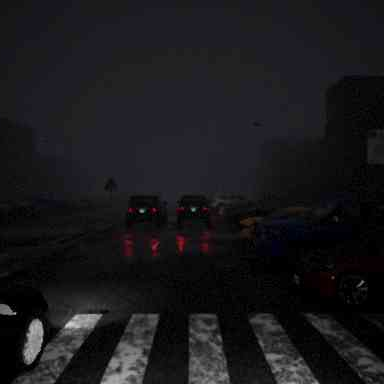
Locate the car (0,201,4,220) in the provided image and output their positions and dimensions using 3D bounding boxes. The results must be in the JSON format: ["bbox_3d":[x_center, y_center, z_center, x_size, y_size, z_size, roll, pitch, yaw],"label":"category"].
[{"bbox_3d":[-15.537,1.507,22.057,4.674,1.452,2.002,0,0,0],"label":"car"}]

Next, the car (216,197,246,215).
[{"bbox_3d":[4.921,1.438,26.765,5.366,1.575,1.946,0,0,0],"label":"car"}]

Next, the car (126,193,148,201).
[{"bbox_3d":[-15.471,1.376,93.874,5.566,2.045,2.435,0,-1,0],"label":"car"}]

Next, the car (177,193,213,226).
[{"bbox_3d":[0.117,1.188,23.298,2.150,2.045,5.566,0,0,1],"label":"car"}]

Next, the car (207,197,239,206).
[{"bbox_3d":[4.844,1.463,51.902,4.792,1.488,2.163,0,0,0],"label":"car"}]

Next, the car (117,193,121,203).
[{"bbox_3d":[-15.570,1.471,60.792,4.792,1.488,2.163,0,0,0],"label":"car"}]

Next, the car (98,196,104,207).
[{"bbox_3d":[-15.743,1.419,47.001,5.366,1.575,1.946,0,0,0],"label":"car"}]

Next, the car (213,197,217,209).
[{"bbox_3d":[4.724,1.462,32.323,4.792,1.488,2.163,0,0,0],"label":"car"}]

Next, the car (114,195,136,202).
[{"bbox_3d":[-15.549,1.533,77.335,4.792,1.488,2.163,0,0,0],"label":"car"}]

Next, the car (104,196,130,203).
[{"bbox_3d":[-15.501,1.497,69.062,4.792,1.488,2.163,0,0,0],"label":"car"}]

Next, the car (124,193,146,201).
[{"bbox_3d":[-15.474,1.344,91.117,5.566,2.045,2.435,0,-1,0],"label":"car"}]

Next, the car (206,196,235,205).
[{"bbox_3d":[4.838,1.442,57.335,4.892,1.521,2.231,0,0,0],"label":"car"}]

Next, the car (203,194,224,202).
[{"bbox_3d":[4.858,1.364,74.127,4.553,1.767,2.185,0,0,0],"label":"car"}]

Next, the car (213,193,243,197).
[{"bbox_3d":[4.799,1.177,37.883,5.566,2.045,2.435,0,0,0],"label":"car"}]

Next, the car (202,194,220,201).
[{"bbox_3d":[4.889,1.412,85.249,4.553,1.767,2.185,0,0,0],"label":"car"}]

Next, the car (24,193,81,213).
[{"bbox_3d":[-15.521,1.179,35.973,5.566,2.045,2.435,0,0,0],"label":"car"}]

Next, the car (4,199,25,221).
[{"bbox_3d":[-15.539,1.497,24.945,4.674,1.452,2.002,0,0,0],"label":"car"}]

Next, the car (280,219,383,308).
[{"bbox_3d":[4.681,1.502,7.318,4.792,1.488,2.163,0,0,0],"label":"car"}]

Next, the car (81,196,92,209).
[{"bbox_3d":[-15.739,1.420,41.486,5.366,1.575,1.946,0,0,0],"label":"car"}]

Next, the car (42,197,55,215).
[{"bbox_3d":[-15.548,1.481,30.460,4.674,1.452,2.002,0,0,0],"label":"car"}]

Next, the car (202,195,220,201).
[{"bbox_3d":[4.928,1.596,88.025,4.674,1.452,2.002,0,0,0],"label":"car"}]

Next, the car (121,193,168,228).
[{"bbox_3d":[-2.888,1.191,21.922,2.150,2.045,5.566,0,0,0],"label":"car"}]

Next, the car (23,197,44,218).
[{"bbox_3d":[-15.538,1.449,27.702,5.008,1.535,2.097,0,0,0],"label":"car"}]

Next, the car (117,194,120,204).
[{"bbox_3d":[-15.542,1.475,57.998,4.674,1.452,2.002,0,0,0],"label":"car"}]

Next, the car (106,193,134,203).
[{"bbox_3d":[-15.555,1.228,71.821,5.566,2.045,2.435,0,0,0],"label":"car"}]

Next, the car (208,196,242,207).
[{"bbox_3d":[4.813,1.431,49.122,4.892,1.521,2.231,0,0,0],"label":"car"}]

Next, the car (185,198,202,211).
[{"bbox_3d":[0.173,1.495,42.034,2.033,1.411,5.357,0,0,0],"label":"car"}]

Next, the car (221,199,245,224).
[{"bbox_3d":[4.755,1.475,23.988,4.792,1.488,2.163,0,0,0],"label":"car"}]

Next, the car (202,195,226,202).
[{"bbox_3d":[5.079,1.496,76.788,5.366,1.575,1.946,0,0,0],"label":"car"}]

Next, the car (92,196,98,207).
[{"bbox_3d":[-15.584,1.452,44.244,4.792,1.488,2.163,0,0,0],"label":"car"}]

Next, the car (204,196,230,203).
[{"bbox_3d":[4.852,1.463,65.797,4.892,1.521,2.231,0,0,0],"label":"car"}]

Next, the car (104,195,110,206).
[{"bbox_3d":[-15.369,1.421,49.763,5.366,1.575,1.946,0,0,0],"label":"car"}]

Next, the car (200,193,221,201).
[{"bbox_3d":[4.910,1.330,90.803,5.566,2.045,2.435,0,-1,0],"label":"car"}]

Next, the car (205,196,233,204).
[{"bbox_3d":[4.835,1.447,60.114,5.008,1.535,2.097,0,0,0],"label":"car"}]

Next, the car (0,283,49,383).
[{"bbox_3d":[-2.902,1.502,2.725,1.837,1.490,4.892,0,0,0],"label":"car"}]

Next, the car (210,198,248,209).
[{"bbox_3d":[4.786,1.467,43.566,4.674,1.452,2.002,0,0,0],"label":"car"}]

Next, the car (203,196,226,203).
[{"bbox_3d":[4.847,1.509,71.355,4.792,1.488,2.163,0,0,0],"label":"car"}]

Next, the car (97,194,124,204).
[{"bbox_3d":[-15.506,1.323,63.549,4.553,1.767,2.185,0,0,0],"label":"car"}]

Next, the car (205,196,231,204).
[{"bbox_3d":[4.879,1.483,63.019,4.792,1.488,2.163,0,0,0],"label":"car"}]

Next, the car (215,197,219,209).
[{"bbox_3d":[4.715,1.466,29.545,4.792,1.488,2.163,0,0,0],"label":"car"}]

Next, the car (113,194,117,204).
[{"bbox_3d":[-15.518,1.460,55.276,4.792,1.488,2.163,0,0,0],"label":"car"}]

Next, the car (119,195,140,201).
[{"bbox_3d":[-15.508,1.529,82.850,5.008,1.535,2.097,0,0,0],"label":"car"}]

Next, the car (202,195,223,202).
[{"bbox_3d":[4.909,1.512,79.568,4.892,1.521,2.231,0,0,0],"label":"car"}]

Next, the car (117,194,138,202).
[{"bbox_3d":[-15.548,1.391,80.093,4.553,1.767,2.185,0,0,0],"label":"car"}]

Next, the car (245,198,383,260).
[{"bbox_3d":[4.682,1.217,10.098,5.566,2.045,2.435,0,0,0],"label":"car"}]

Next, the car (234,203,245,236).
[{"bbox_3d":[4.716,1.460,15.657,5.008,1.535,2.097,0,0,0],"label":"car"}]

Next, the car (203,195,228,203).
[{"bbox_3d":[4.873,1.469,68.577,5.008,1.535,2.097,0,0,0],"label":"car"}]

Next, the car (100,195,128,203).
[{"bbox_3d":[-15.528,1.457,66.306,5.008,1.535,2.097,0,0,0],"label":"car"}]

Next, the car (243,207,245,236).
[{"bbox_3d":[4.704,1.465,12.877,4.892,1.521,2.231,0,0,0],"label":"car"}]
